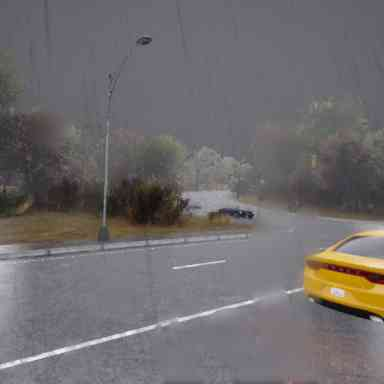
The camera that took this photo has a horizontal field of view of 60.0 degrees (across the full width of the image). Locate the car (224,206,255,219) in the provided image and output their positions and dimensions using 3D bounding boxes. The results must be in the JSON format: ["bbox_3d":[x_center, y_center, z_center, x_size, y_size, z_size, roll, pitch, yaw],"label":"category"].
[{"bbox_3d":[4.706,2.142,35.463,1.895,1.301,4.718,3,-1,-22],"label":"car"}]

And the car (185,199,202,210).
[{"bbox_3d":[0.043,1.800,48.798,1.837,1.490,4.892,2,1,-15],"label":"car"}]

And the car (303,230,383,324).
[{"bbox_3d":[4.431,1.543,6.915,5.008,1.535,1.882,1,-1,-35],"label":"car"}]
